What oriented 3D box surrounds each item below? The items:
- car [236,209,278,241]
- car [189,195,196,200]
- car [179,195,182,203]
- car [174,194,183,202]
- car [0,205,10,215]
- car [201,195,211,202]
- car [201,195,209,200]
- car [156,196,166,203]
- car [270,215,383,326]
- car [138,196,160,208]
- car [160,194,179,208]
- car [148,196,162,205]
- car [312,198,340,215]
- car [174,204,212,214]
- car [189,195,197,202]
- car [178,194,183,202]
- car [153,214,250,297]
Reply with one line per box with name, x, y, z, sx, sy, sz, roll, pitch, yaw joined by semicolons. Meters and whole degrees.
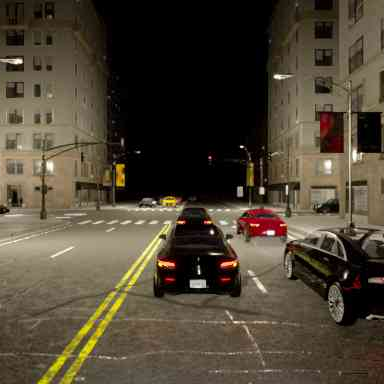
car;3.273;1.528;16.122;1.812;1.442;4.674;0;0;0
car;0.139;1.438;88.487;1.994;1.385;4.181;0;0;0
car;-3.237;1.618;58.752;1.895;1.301;4.718;0;0;0
car;-3.127;1.350;78.165;2.097;1.767;4.553;0;0;0
car;-19.708;1.547;31.626;4.181;1.385;1.994;0;0;1
car;3.373;1.553;78.062;2.033;1.411;5.357;0;0;0
car;3.389;1.438;88.482;1.994;1.385;4.181;0;0;0
car;-6.392;1.544;69.016;1.812;1.442;4.674;0;0;0
car;3.348;1.492;7.027;2.128;1.511;4.902;0;0;1
car;-6.492;1.563;49.125;2.033;1.411;5.357;0;0;4
car;-3.277;1.493;49.414;1.882;1.535;5.008;0;0;-1
car;-6.487;1.522;58.864;1.837;1.490;4.892;0;0;0
car;14.814;1.409;34.384;4.553;1.767;2.097;0;0;1
car;0.125;1.529;17.334;1.812;1.442;4.674;0;0;0
car;0.124;1.609;78.514;1.895;1.301;4.718;0;0;0
car;-3.154;1.370;68.204;2.097;1.767;4.553;0;0;0
car;0.109;1.527;8.425;1.812;1.442;4.674;0;0;0
